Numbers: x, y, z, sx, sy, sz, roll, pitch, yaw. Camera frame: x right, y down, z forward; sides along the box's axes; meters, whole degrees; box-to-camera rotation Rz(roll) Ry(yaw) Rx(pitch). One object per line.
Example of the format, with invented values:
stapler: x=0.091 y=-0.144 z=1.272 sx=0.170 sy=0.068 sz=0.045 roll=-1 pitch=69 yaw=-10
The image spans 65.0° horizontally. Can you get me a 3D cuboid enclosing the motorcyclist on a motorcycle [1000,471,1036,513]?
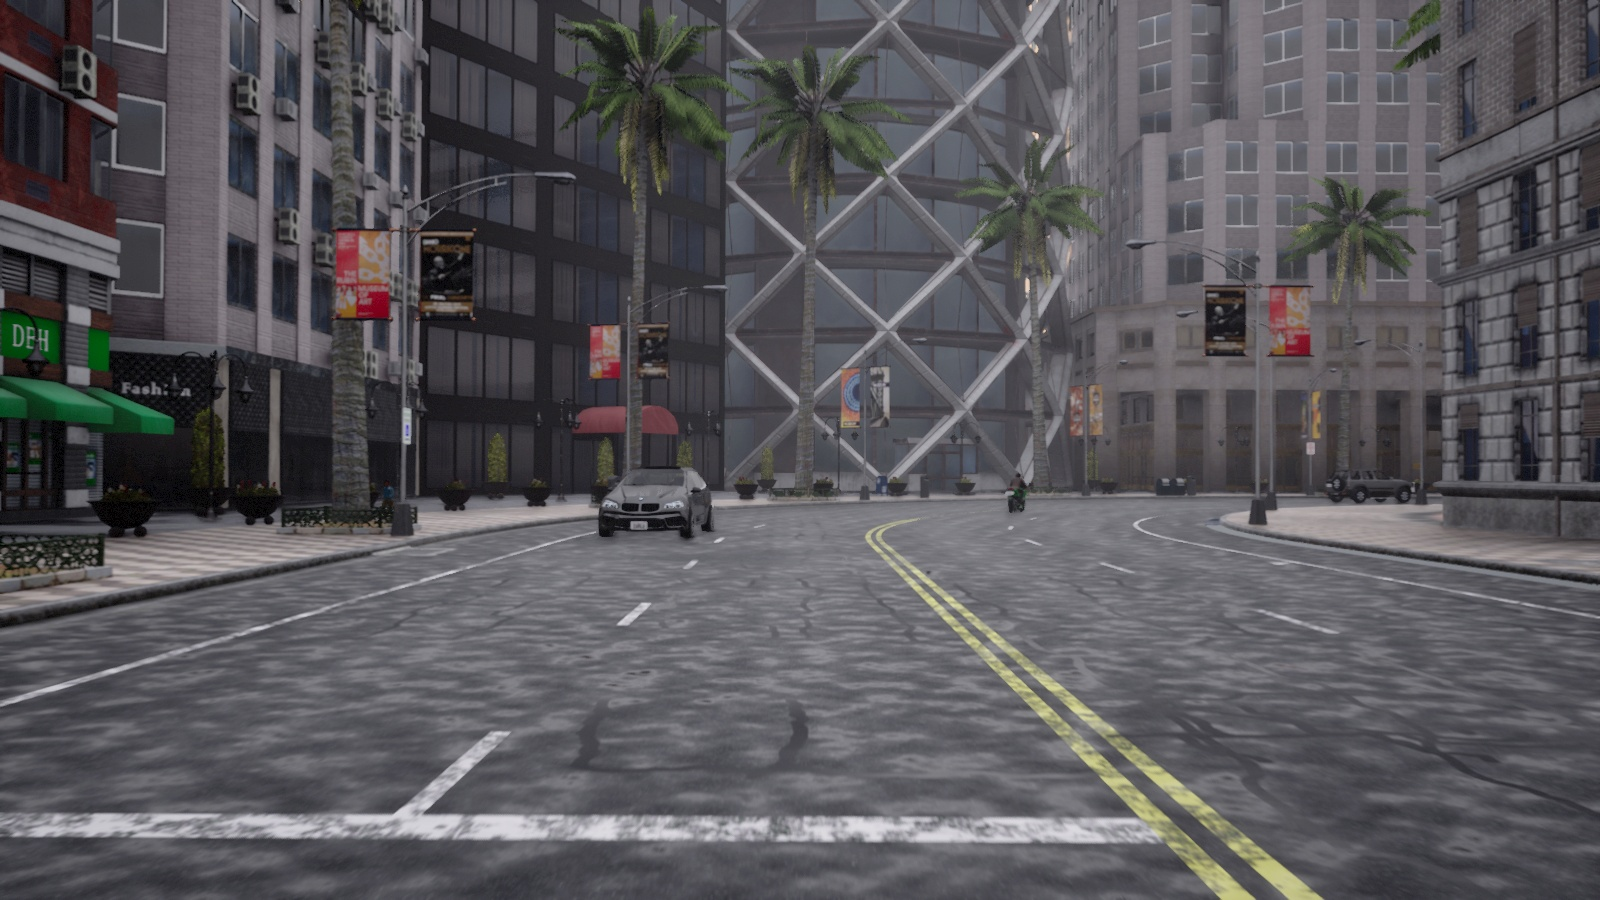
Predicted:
motorcyclist on a motorcycle: x=8.210 y=1.556 z=47.330 sx=0.797 sy=1.523 sz=2.044 roll=0 pitch=-1 yaw=26

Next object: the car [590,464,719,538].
car: x=-3.423 y=1.184 z=30.560 sx=2.242 sy=1.667 sz=4.611 roll=0 pitch=-1 yaw=5

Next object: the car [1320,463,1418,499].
car: x=29.993 y=1.619 z=66.208 sx=4.605 sy=1.855 sz=1.932 roll=0 pitch=-1 yaw=-18

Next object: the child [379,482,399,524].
child: x=-11.630 y=1.493 z=35.560 sx=0.343 sy=1.192 sz=0.448 roll=-1 pitch=-1 yaw=18
